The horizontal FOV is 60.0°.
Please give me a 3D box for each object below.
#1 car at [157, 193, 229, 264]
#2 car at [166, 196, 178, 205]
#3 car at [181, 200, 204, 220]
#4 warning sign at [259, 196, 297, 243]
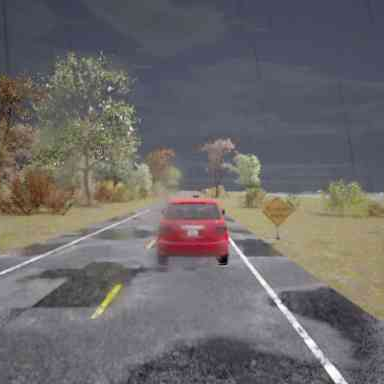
[{"bbox_3d":[0.047,1.208,11.833,2.150,2.045,5.566,0,0,1],"label":"car"},{"bbox_3d":[-3.486,1.443,57.946,1.812,1.442,4.674,0,0,1],"label":"car"},{"bbox_3d":[0.084,1.488,28.519,1.812,1.442,4.674,0,0,1],"label":"car"},{"bbox_3d":[3.562,1.098,13.888,1.300,1.860,1.060,0,0,0],"label":"warning sign"}]
